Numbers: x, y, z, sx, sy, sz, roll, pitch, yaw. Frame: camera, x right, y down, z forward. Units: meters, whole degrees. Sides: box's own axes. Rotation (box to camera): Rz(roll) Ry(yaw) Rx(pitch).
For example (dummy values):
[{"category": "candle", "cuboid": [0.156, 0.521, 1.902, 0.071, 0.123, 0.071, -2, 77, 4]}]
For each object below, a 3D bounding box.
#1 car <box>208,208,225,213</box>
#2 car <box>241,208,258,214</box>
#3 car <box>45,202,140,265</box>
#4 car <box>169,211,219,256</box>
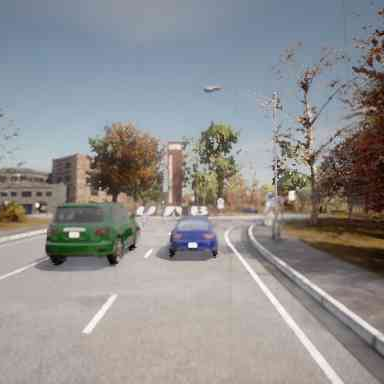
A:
[{"category": "car", "cuboid": [5.878, 4.482, 79.822, 4.181, 1.385, 1.994, -1, -3, 24]}, {"category": "car", "cuboid": [13.443, 4.392, 78.341, 4.181, 1.385, 1.994, -3, -4, 45]}, {"category": "car", "cuboid": [-3.449, 1.398, 12.533, 2.150, 2.045, 5.566, 0, -1, 1]}, {"category": "car", "cuboid": [0.122, 1.721, 13.821, 1.812, 1.442, 4.674, 0, -1, 2]}]
